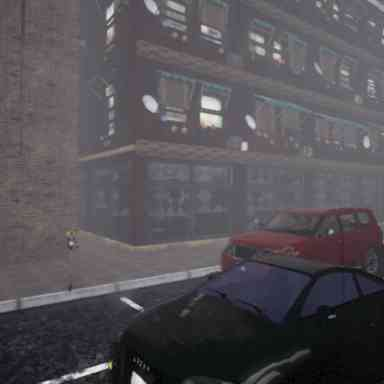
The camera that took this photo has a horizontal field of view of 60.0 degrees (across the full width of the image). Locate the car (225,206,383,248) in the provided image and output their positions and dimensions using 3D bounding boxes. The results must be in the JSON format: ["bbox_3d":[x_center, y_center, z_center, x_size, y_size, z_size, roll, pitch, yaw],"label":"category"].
[{"bbox_3d":[3.120,1.337,8.781,5.009,1.841,2.192,0,0,-35],"label":"car"}]

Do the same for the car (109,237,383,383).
[{"bbox_3d":[1.139,1.573,4.190,4.181,1.385,1.994,0,0,-35],"label":"car"}]
